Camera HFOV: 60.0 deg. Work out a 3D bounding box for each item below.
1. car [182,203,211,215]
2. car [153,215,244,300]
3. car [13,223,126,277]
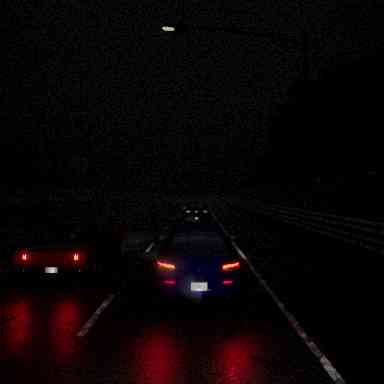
[{"bbox_3d":[0.333,1.502,24.031,2.128,1.511,4.902,0,0,1],"label":"car"},{"bbox_3d":[0.132,1.523,8.227,1.812,1.442,4.674,0,0,0],"label":"car"},{"bbox_3d":[-3.359,1.597,10.249,1.895,1.301,4.718,0,0,1],"label":"car"}]
